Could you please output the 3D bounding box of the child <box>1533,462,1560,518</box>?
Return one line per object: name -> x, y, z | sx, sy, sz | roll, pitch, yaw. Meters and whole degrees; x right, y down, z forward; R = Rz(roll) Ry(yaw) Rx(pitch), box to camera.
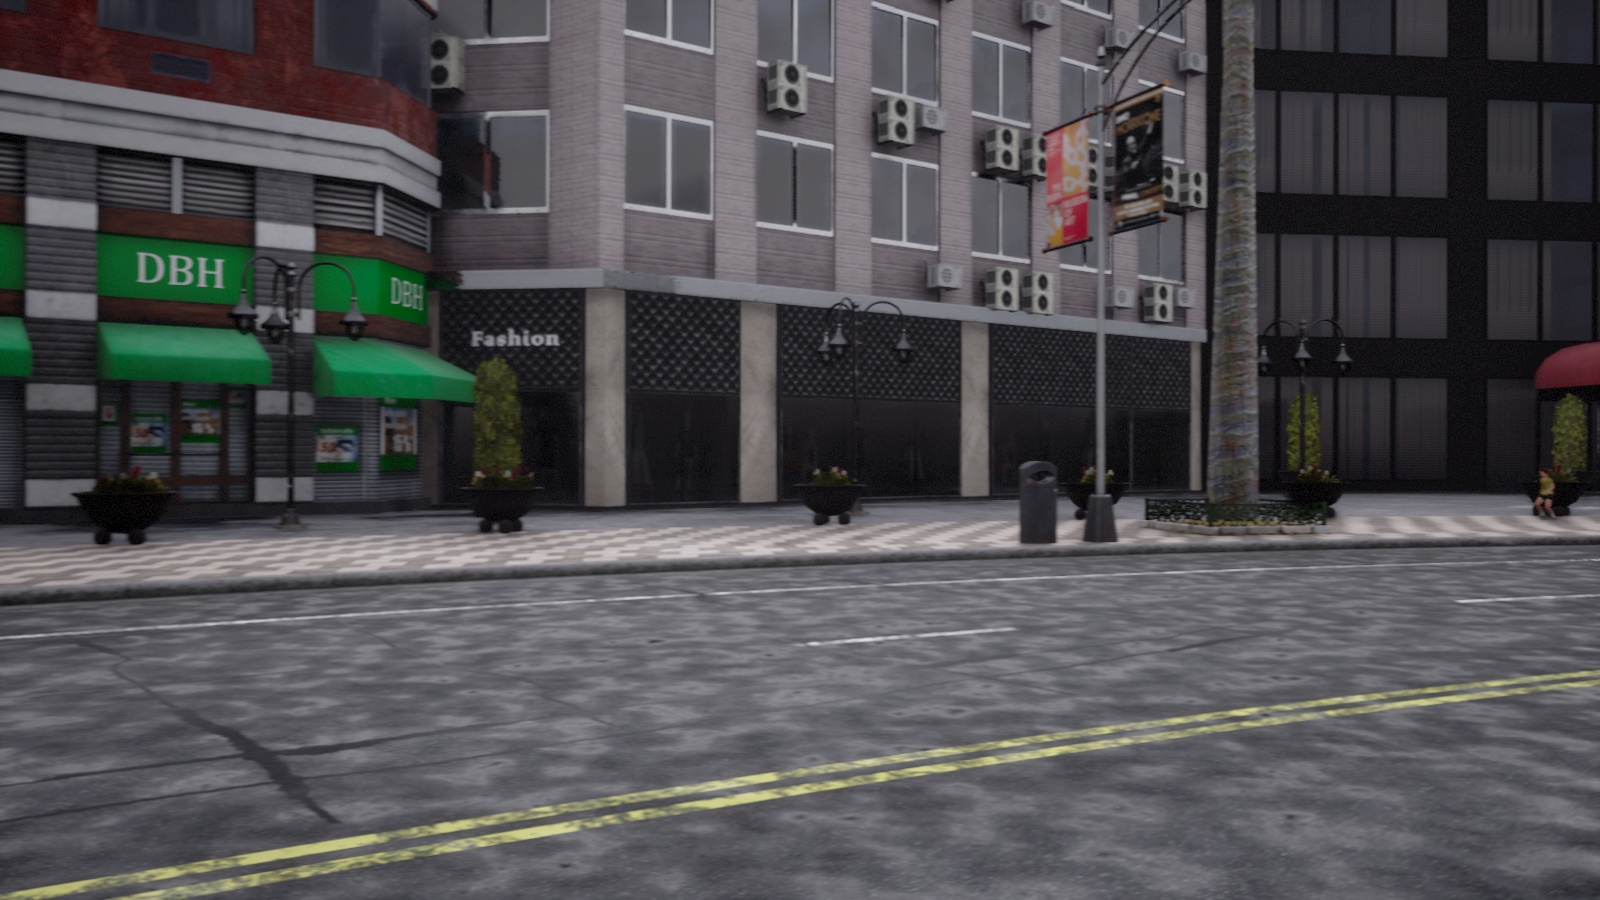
child -> 15.054, 0.800, 25.337 | 0.394, 1.110, 0.255 | 0, 0, -12
